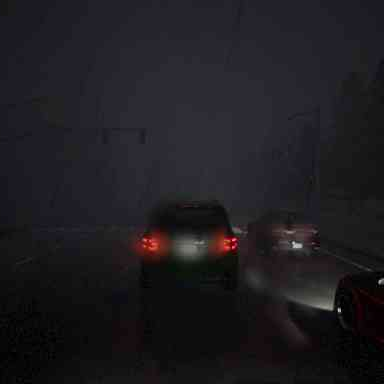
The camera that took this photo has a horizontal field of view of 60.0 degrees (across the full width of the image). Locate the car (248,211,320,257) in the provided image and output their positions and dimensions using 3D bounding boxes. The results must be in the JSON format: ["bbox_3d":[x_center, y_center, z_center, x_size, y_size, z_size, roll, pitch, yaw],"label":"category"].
[{"bbox_3d":[3.336,1.492,12.951,2.128,1.511,4.902,0,0,0],"label":"car"}]

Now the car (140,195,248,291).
[{"bbox_3d":[-0.098,1.221,9.194,2.150,2.045,5.566,0,0,-1],"label":"car"}]

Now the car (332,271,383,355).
[{"bbox_3d":[3.425,1.564,4.043,1.994,1.385,4.181,0,0,-1],"label":"car"}]
